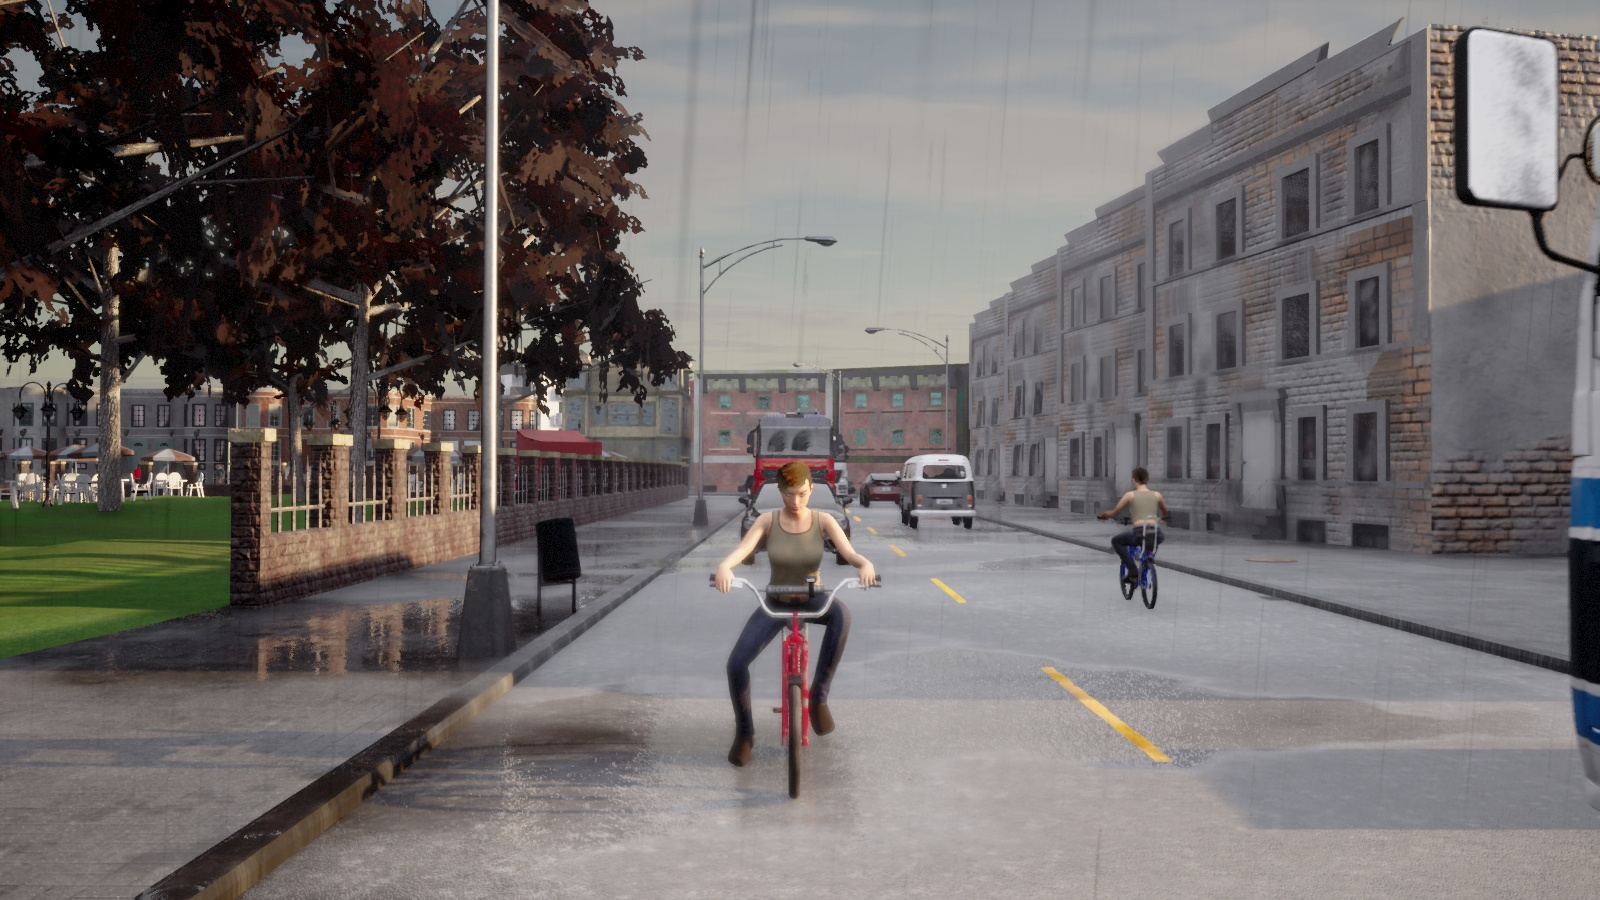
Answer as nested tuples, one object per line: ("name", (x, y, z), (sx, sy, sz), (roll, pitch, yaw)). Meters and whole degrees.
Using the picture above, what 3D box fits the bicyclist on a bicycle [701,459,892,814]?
("bicyclist on a bicycle", (-0.018, 0.860, 6.486), (0.866, 1.612, 1.509), (0, -1, 0))

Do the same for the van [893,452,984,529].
("van", (3.874, 1.123, 35.875), (2.069, 2.038, 4.480), (0, -1, 0))

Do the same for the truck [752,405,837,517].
("truck", (-0.176, 0.441, 47.168), (2.891, 3.827, 8.468), (0, -1, 0))

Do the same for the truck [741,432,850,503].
("truck", (-0.360, 0.934, 65.668), (2.891, 3.462, 7.936), (0, -1, -22))

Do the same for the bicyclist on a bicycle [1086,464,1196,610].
("bicyclist on a bicycle", (3.952, 0.981, 14.681), (0.866, 1.612, 1.509), (0, -1, 0))

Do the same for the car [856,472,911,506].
("car", (3.785, 1.761, 57.440), (2.163, 1.488, 4.792), (0, -1, 0))

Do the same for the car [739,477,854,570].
("car", (-0.068, 1.214, 22.275), (1.812, 1.442, 4.674), (0, -1, 0))
